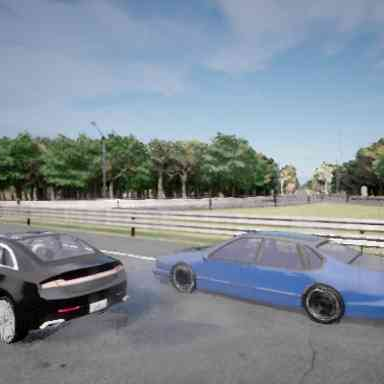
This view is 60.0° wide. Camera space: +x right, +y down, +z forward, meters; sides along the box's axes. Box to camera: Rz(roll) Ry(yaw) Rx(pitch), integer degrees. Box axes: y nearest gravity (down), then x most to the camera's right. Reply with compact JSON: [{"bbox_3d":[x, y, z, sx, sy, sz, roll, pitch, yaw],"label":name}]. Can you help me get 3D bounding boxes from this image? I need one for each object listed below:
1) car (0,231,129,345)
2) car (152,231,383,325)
[{"bbox_3d":[-3.374,1.525,6.490,4.902,1.511,2.128,0,0,36],"label":"car"},{"bbox_3d":[1.653,1.563,7.137,5.357,1.411,2.033,0,0,36],"label":"car"}]
